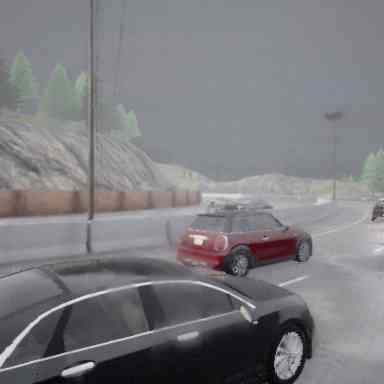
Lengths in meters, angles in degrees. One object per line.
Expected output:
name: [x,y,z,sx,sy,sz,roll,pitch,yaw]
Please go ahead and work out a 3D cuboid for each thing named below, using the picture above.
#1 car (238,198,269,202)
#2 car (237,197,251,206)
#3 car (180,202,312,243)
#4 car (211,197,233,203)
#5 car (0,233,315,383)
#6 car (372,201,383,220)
car: [6.342,1.491,31.991,1.837,1.490,4.892,0,0,32]
car: [8.566,1.577,54.518,1.895,1.301,4.718,0,0,14]
car: [1.776,1.347,10.243,4.553,1.767,2.097,0,0,-41]
car: [3.146,1.509,33.421,1.812,1.442,4.674,0,0,32]
car: [-0.600,1.501,3.646,4.892,1.490,1.837,0,0,-37]
car: [15.865,1.501,27.102,1.837,1.490,4.892,0,0,33]
